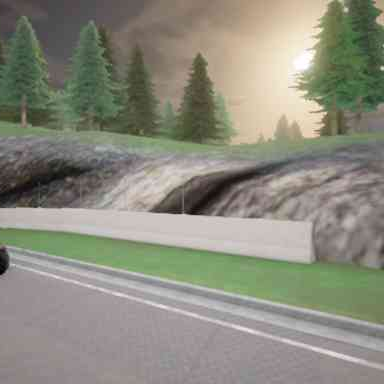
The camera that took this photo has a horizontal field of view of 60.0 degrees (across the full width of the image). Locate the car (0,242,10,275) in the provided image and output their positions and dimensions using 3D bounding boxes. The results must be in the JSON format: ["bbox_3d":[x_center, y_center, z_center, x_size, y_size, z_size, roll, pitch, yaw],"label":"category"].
[{"bbox_3d":[-6.768,1.518,8.988,4.181,1.385,1.994,0,0,36],"label":"car"}]
